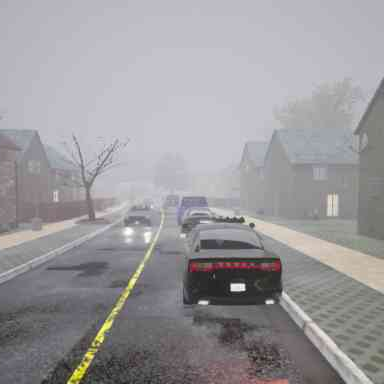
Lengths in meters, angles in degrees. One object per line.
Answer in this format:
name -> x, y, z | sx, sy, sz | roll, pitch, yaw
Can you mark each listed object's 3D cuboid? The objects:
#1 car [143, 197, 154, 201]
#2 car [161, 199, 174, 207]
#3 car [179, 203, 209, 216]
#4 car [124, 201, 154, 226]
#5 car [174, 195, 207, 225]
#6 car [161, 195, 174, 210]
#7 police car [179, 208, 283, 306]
car -> -8.761, 1.836, 66.769 | 1.837, 1.490, 4.892 | 0, -1, -10
car -> -4.199, 1.815, 56.057 | 1.895, 1.301, 4.718 | 0, 0, -9
car -> 0.354, 1.546, 18.204 | 1.812, 1.442, 4.674 | 0, 0, -3
car -> -3.687, 1.597, 23.966 | 2.033, 1.411, 5.357 | 0, 0, -4
car -> 0.003, 1.263, 24.264 | 2.150, 2.045, 5.566 | 0, 0, -4
car -> -2.681, 1.357, 44.555 | 2.150, 2.045, 5.566 | 0, 0, -7
police car -> 0.721, 1.426, 8.255 | 1.930, 1.638, 5.238 | 0, 0, -1
